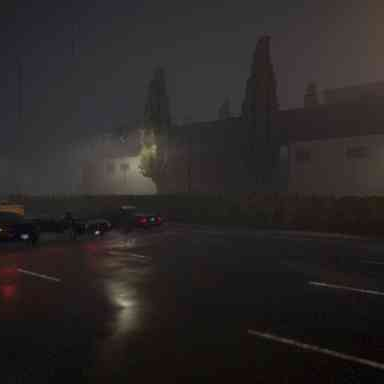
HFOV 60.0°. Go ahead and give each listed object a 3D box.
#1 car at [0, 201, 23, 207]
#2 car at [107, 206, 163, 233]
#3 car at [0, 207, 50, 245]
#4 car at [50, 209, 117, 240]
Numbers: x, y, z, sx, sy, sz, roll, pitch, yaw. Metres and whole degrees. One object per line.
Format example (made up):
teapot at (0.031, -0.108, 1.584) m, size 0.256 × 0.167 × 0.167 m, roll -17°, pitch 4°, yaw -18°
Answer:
car at (-16.415, 1.482, 28.476) m, size 5.008 × 1.535 × 1.882 m, roll 0°, pitch 0°, yaw 36°
car at (-4.204, 1.560, 19.765) m, size 5.357 × 1.411 × 2.033 m, roll 0°, pitch 0°, yaw 36°
car at (-8.269, 1.530, 14.066) m, size 4.674 × 1.442 × 1.812 m, roll 0°, pitch 0°, yaw 36°
car at (-6.261, 1.614, 16.933) m, size 4.718 × 1.301 × 1.895 m, roll 0°, pitch 0°, yaw 36°
